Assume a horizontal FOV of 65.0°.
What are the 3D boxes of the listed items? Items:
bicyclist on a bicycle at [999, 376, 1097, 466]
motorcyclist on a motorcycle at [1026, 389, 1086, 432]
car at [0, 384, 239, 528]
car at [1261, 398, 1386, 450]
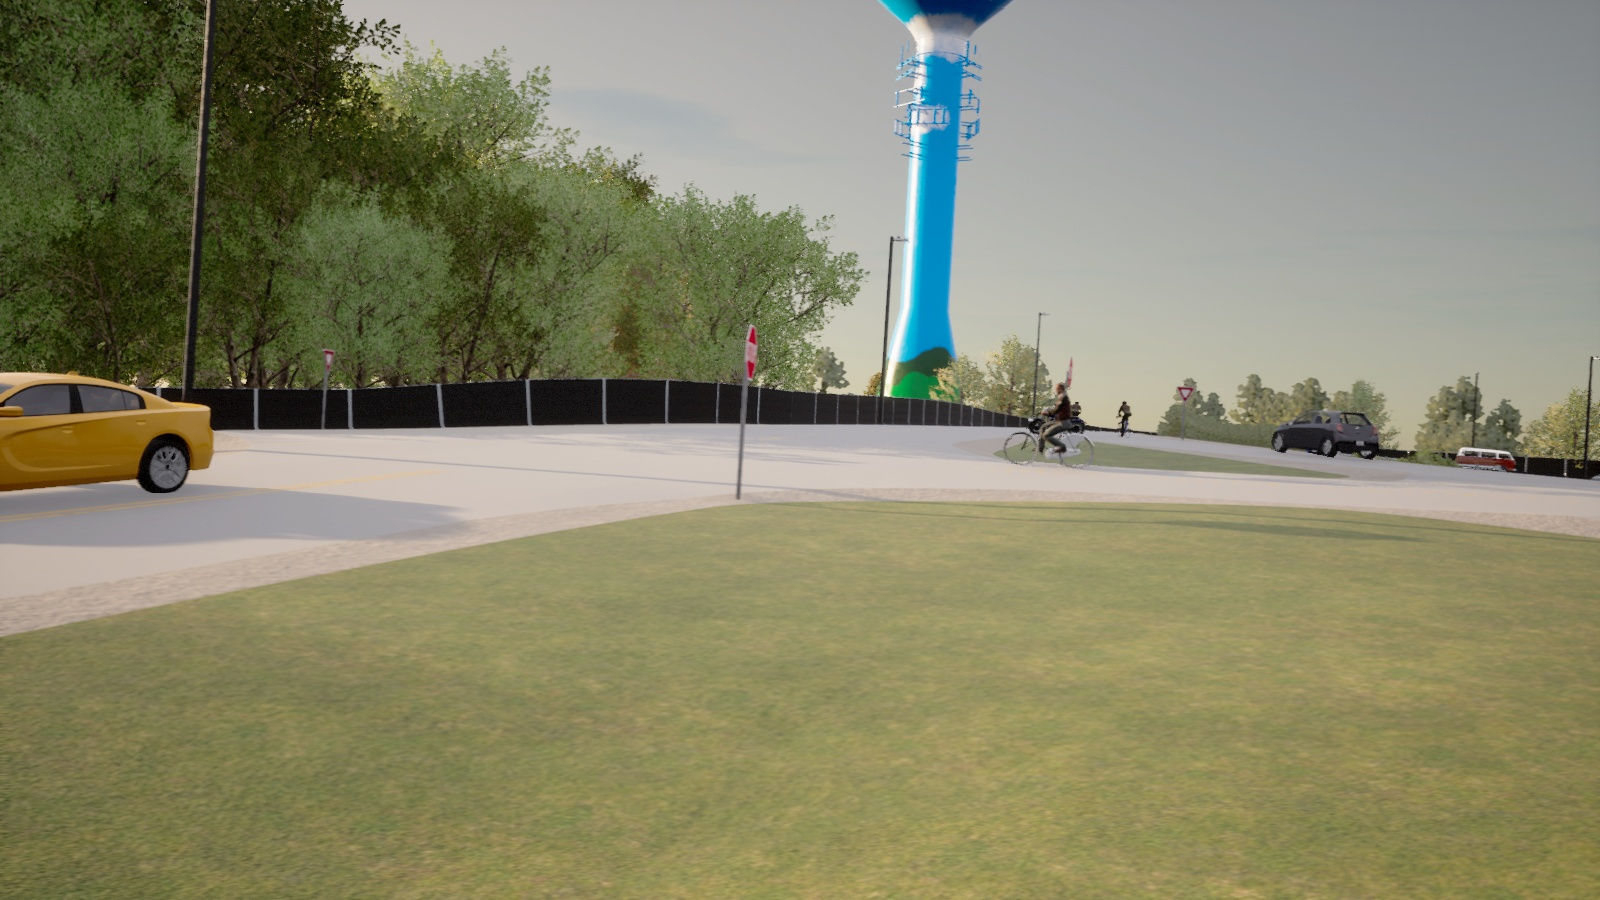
[{"bbox_3d":[5.102,-0.617,25.887,1.843,1.776,0.659,2,3,20],"label":"bicyclist on a bicycle"},{"bbox_3d":[10.607,-1.643,52.175,2.350,1.649,0.766,3,4,10],"label":"motorcyclist on a motorcycle"},{"bbox_3d":[-9.447,0.015,15.112,1.882,1.535,5.008,2,4,22],"label":"car"},{"bbox_3d":[17.000,-0.886,40.967,1.845,1.501,3.633,2,2,-15],"label":"car"}]
